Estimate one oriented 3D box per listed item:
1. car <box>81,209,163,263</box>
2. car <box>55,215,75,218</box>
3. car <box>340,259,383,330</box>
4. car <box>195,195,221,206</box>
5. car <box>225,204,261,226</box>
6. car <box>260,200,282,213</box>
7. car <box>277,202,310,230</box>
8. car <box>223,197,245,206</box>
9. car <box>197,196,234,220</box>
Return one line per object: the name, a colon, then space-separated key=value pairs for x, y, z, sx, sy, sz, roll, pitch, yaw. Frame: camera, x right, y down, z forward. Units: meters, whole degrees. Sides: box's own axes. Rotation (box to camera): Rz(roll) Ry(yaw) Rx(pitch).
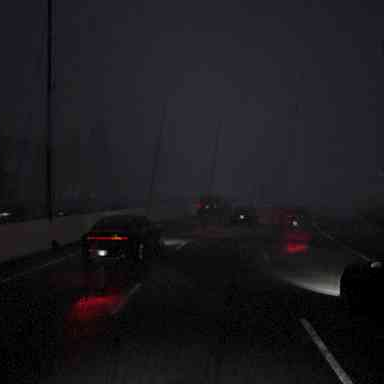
car: x=-2.349 y=1.569 z=12.274 sx=1.837 sy=1.490 sz=4.892 roll=0 pitch=0 yaw=8
car: x=-10.069 y=1.648 z=27.400 sx=1.812 sy=1.442 sz=4.674 roll=0 pitch=0 yaw=16
car: x=3.927 y=1.612 z=5.140 sx=1.994 sy=1.385 sz=4.181 roll=0 pitch=0 yaw=4
car: x=3.142 y=1.616 z=62.983 sx=2.150 sy=2.045 sz=5.566 roll=0 pitch=0 yaw=36
car: x=4.067 y=1.733 z=25.244 sx=1.994 sy=1.385 sz=4.181 roll=0 pitch=0 yaw=16
car: x=10.258 y=1.779 z=40.754 sx=2.128 sy=1.511 sz=4.902 roll=0 pitch=0 yaw=26
car: x=6.863 y=1.669 z=22.418 sx=1.837 sy=1.490 sz=4.892 roll=0 pitch=0 yaw=15
car: x=8.058 y=1.775 z=63.803 sx=2.097 sy=1.767 sz=4.553 roll=0 pitch=0 yaw=37
car: x=2.173 y=1.416 z=30.901 sx=2.150 sy=2.045 sz=5.566 roll=0 pitch=0 yaw=19
